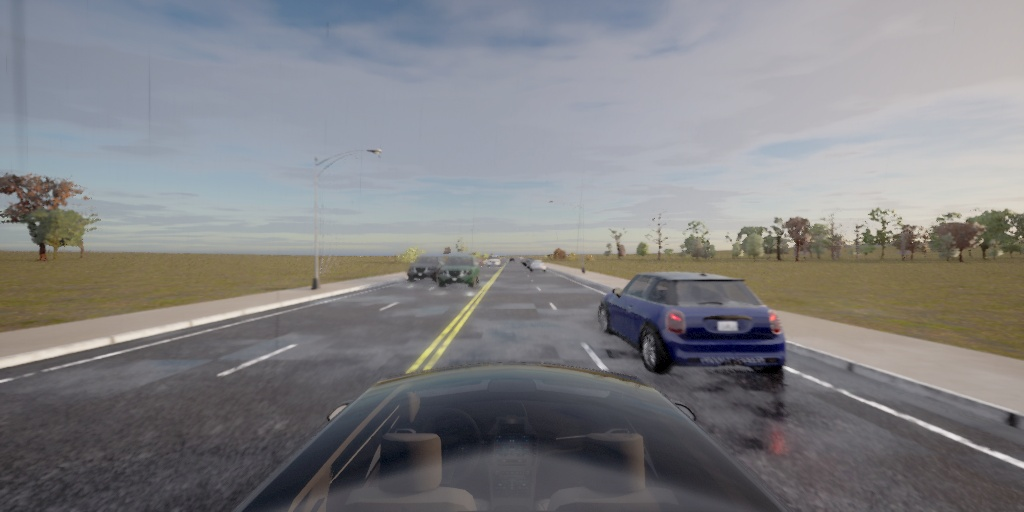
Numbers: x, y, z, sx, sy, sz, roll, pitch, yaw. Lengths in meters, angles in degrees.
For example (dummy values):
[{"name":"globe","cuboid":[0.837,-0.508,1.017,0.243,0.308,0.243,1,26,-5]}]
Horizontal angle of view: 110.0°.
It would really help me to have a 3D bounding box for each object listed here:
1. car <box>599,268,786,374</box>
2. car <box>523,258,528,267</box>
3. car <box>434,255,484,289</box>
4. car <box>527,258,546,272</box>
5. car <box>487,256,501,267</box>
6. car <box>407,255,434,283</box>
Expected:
[{"name":"car","cuboid":[3.352,1.102,7.698,2.097,1.767,4.553,0,0,0]},{"name":"car","cuboid":[3.264,1.292,56.588,2.033,1.411,5.357,0,0,0]},{"name":"car","cuboid":[-3.339,0.968,23.635,2.150,2.045,5.566,0,0,0]},{"name":"car","cuboid":[3.261,1.273,45.589,1.812,1.442,4.674,0,0,0]},{"name":"car","cuboid":[-3.244,0.975,64.705,2.150,2.045,5.566,0,0,0]},{"name":"car","cuboid":[-6.576,0.973,28.474,2.150,2.045,5.566,0,0,0]}]
